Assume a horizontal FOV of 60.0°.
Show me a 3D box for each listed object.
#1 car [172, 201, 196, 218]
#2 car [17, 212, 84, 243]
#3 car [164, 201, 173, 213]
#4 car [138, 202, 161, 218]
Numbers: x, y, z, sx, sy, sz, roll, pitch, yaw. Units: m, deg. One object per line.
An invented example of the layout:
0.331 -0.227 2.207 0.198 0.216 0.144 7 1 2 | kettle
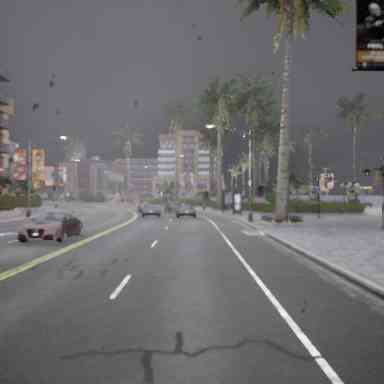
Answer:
-0.681 1.909 34.347 1.994 1.385 4.181 0 -1 -5 | car
-7.049 1.735 16.976 1.994 1.385 4.181 0 -1 0 | car
-2.531 1.938 44.426 2.128 1.511 4.902 0 -1 -15 | car
-4.309 1.916 35.086 1.994 1.385 4.181 0 -1 -6 | car
